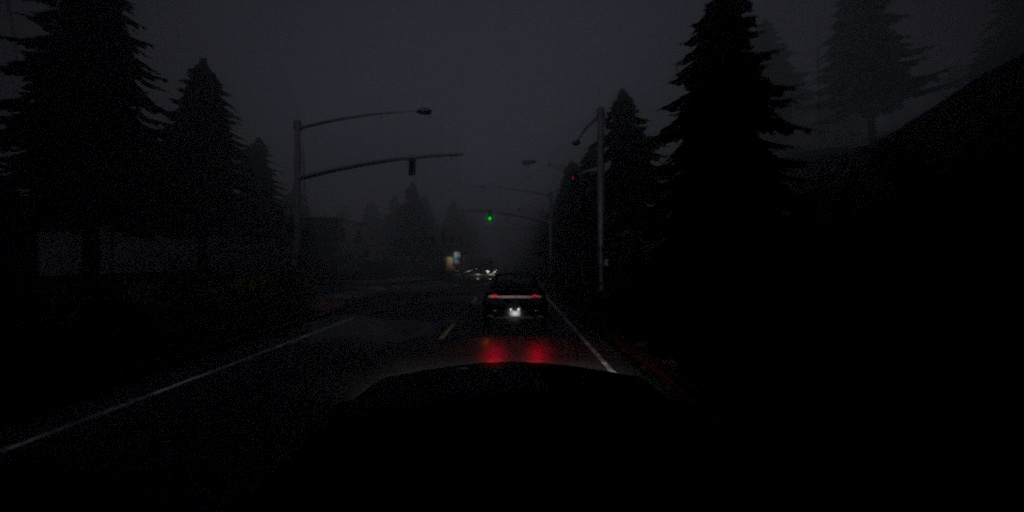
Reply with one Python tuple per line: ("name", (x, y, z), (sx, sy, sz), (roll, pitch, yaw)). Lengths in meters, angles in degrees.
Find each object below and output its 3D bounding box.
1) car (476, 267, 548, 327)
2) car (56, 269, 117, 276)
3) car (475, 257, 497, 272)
("car", (0.093, 1.294, 11.727), (2.128, 1.511, 4.902), (0, 0, 0))
("car", (-26.569, 1.542, 22.720), (4.674, 1.442, 1.812), (0, 0, 10))
("car", (-3.580, 1.211, 47.957), (2.150, 2.045, 5.566), (0, 0, 0))
